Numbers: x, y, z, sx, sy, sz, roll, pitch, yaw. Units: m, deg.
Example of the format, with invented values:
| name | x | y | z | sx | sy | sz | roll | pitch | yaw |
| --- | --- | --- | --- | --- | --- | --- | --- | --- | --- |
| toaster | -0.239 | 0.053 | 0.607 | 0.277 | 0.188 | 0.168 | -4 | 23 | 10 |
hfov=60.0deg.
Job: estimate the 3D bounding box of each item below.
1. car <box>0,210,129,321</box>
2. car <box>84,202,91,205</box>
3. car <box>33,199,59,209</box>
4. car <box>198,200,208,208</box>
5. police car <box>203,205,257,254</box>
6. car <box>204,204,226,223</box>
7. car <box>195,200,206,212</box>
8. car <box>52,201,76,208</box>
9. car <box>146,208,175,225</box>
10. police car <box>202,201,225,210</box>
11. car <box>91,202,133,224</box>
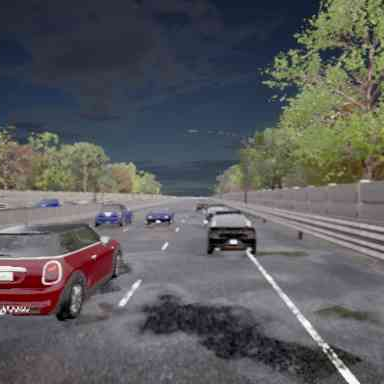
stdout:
| name | x | y | z | sx | sy | sz | roll | pitch | yaw |
| --- | --- | --- | --- | --- | --- | --- | --- | --- | --- |
| car | -3.099 | 1.474 | 7.740 | 2.097 | 1.767 | 4.553 | 0 | -1 | 2 |
| car | -15.898 | 2.290 | 52.834 | 2.128 | 1.511 | 4.902 | 0 | -1 | 2 |
| car | -22.899 | 2.067 | 52.696 | 2.150 | 2.045 | 5.566 | 0 | -1 | 2 |
| car | 2.066 | 2.349 | 64.925 | 1.837 | 1.490 | 4.892 | 0 | -1 | 2 |
| police car | 1.558 | 1.604 | 14.410 | 1.930 | 1.638 | 5.238 | 0 | -1 | 2 |
| car | 2.048 | 1.908 | 30.291 | 1.812 | 1.442 | 4.674 | 0 | -1 | 2 |
| car | 1.580 | 2.141 | 49.187 | 1.837 | 1.490 | 4.892 | 0 | -1 | 2 |
| car | -19.426 | 2.410 | 51.950 | 1.895 | 1.301 | 4.718 | 0 | -1 | 2 |
| car | -2.491 | 1.976 | 27.463 | 1.895 | 1.301 | 4.718 | 0 | -1 | 2 |
| police car | 1.866 | 1.732 | 24.405 | 1.930 | 1.638 | 5.238 | 0 | -1 | 2 |
| car | -6.032 | 1.734 | 26.275 | 2.097 | 1.767 | 4.553 | 0 | -1 | 2 |
